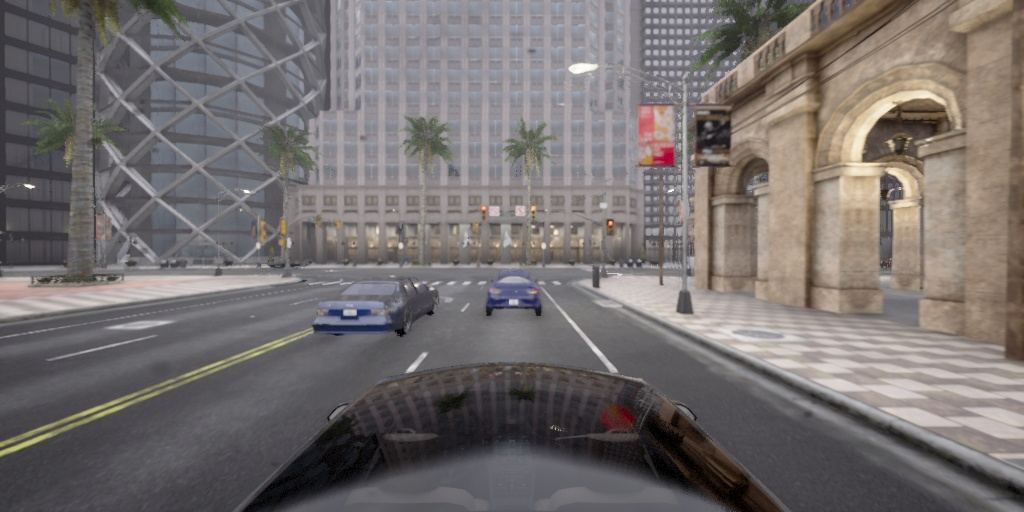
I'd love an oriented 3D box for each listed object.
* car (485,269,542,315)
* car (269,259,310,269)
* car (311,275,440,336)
[{"bbox_3d":[0.066,1.208,13.039,1.812,1.442,4.674,0,0,0],"label":"car"},{"bbox_3d":[-30.226,1.047,48.764,4.718,1.301,1.895,-2,4,-32],"label":"car"},{"bbox_3d":[-3.455,1.246,10.211,2.033,1.411,5.357,0,0,1],"label":"car"}]
